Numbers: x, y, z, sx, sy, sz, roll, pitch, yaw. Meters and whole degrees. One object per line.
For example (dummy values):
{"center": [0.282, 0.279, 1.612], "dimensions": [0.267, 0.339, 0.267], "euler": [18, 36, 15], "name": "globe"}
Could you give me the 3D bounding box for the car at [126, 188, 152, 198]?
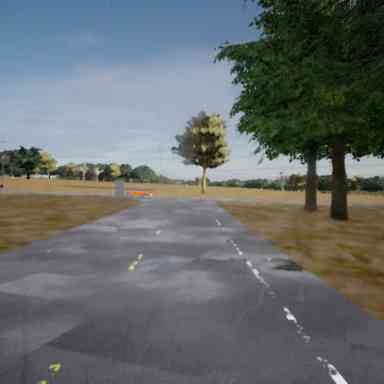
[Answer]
{"center": [-9.173, 0.068, 58.059], "dimensions": [4.553, 1.767, 2.097], "euler": [3, 2, 1], "name": "car"}
